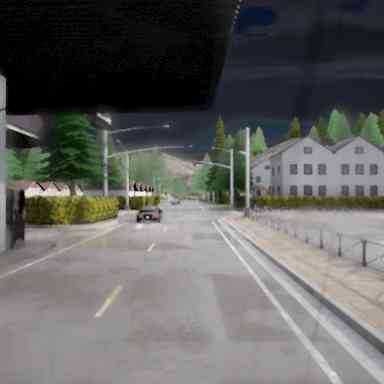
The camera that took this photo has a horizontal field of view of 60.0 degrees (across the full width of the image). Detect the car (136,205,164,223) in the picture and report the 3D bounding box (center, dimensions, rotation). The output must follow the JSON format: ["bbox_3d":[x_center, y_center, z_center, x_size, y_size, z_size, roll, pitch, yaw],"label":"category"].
[{"bbox_3d":[-3.520,1.832,28.312,1.994,1.385,4.181,0,0,0],"label":"car"}]

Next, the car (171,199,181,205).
[{"bbox_3d":[-3.538,2.223,74.302,1.812,1.442,4.674,0,-1,0],"label":"car"}]
